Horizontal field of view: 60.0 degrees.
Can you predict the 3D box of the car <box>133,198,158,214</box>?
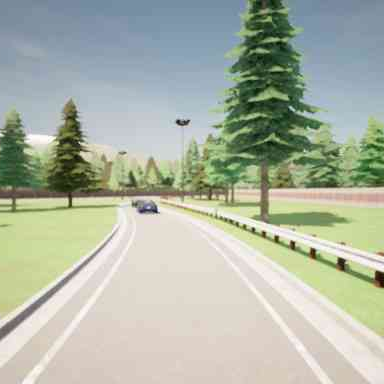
[{"bbox_3d":[-4.679,1.465,34.416,1.994,1.385,4.181,0,0,-13],"label":"car"}]
